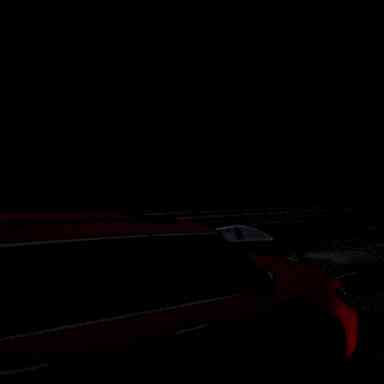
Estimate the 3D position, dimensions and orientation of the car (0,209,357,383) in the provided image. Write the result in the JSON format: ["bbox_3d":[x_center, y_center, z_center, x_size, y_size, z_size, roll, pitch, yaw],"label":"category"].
[{"bbox_3d":[-0.689,1.206,3.239,5.566,2.045,2.150,1,0,-36],"label":"car"}]

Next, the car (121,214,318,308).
[{"bbox_3d":[0.880,1.486,8.674,4.902,1.511,2.128,0,0,-35],"label":"car"}]
